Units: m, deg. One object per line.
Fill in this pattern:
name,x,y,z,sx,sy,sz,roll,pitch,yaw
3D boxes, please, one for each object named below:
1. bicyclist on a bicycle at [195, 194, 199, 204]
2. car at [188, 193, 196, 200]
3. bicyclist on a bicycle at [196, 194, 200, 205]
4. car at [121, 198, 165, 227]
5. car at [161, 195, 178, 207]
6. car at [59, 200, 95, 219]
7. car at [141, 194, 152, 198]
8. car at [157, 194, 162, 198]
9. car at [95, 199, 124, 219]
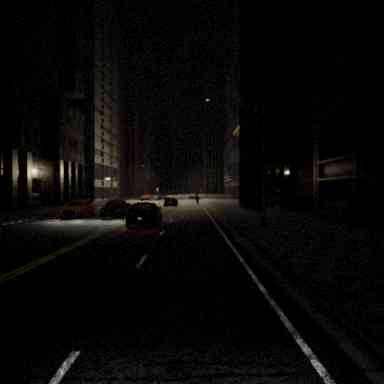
bicyclist on a bicycle,0.918,1.216,59.337,0.659,1.776,1.843,0,0,0
car,0.036,1.224,82.725,2.033,1.411,5.357,0,0,0
bicyclist on a bicycle,0.914,1.338,50.284,0.582,1.620,1.656,0,0,0
car,-3.140,1.438,22.405,1.882,1.535,5.008,0,0,0
car,-3.130,1.450,50.211,1.994,1.385,4.181,0,0,0
car,-9.833,1.422,28.881,1.882,1.535,5.008,0,0,0
car,-9.721,1.220,70.795,1.882,1.535,5.008,0,0,0
car,-6.471,1.266,70.794,1.812,1.442,4.674,0,0,0
car,-6.584,1.422,28.902,1.882,1.535,5.008,0,0,0
